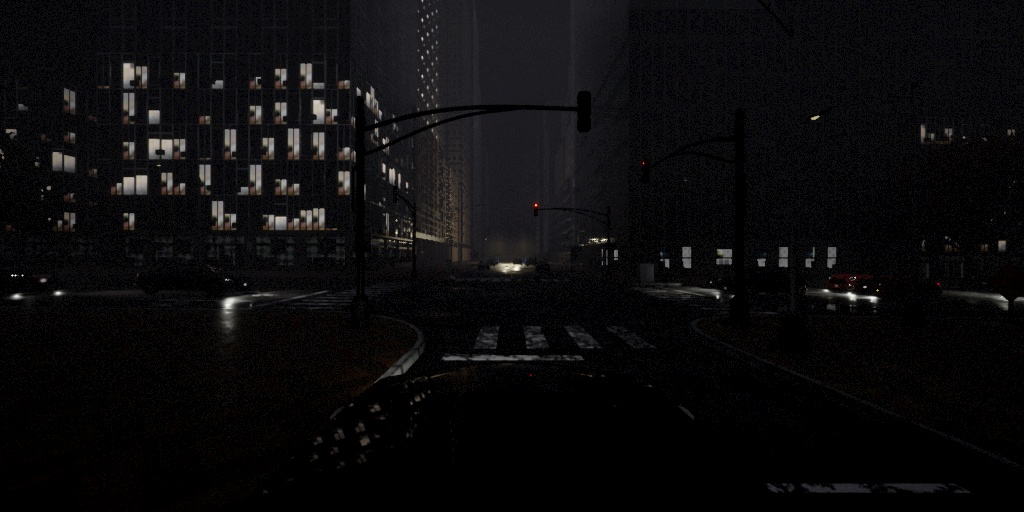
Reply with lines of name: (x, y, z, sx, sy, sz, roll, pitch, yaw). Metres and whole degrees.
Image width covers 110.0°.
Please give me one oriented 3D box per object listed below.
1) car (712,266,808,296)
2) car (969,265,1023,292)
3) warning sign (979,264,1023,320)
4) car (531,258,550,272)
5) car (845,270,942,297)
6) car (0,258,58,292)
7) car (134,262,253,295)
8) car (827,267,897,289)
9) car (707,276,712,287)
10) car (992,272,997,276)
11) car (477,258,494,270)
car: (15.141, 1.400, 21.774, 4.553, 1.767, 2.097, 1, 0, -3)
car: (36.865, 1.660, 26.024, 5.566, 2.045, 2.150, 1, 0, -2)
warning sign: (17.275, 1.204, 12.413, 1.060, 1.860, 1.300, 0, 0, -3)
car: (3.927, 1.329, 46.215, 1.948, 1.339, 4.313, 0, 0, 0)
car: (23.726, 1.766, 22.175, 4.181, 1.385, 1.994, 1, 0, -3)
car: (-24.165, 0.823, 16.499, 4.902, 1.511, 2.128, 1, 0, -3)
car: (-14.950, 1.026, 16.927, 4.674, 1.442, 1.812, 1, 0, -1)
car: (25.229, 1.579, 25.494, 4.553, 1.767, 2.097, 1, 0, -3)
car: (16.187, 1.591, 25.076, 4.674, 1.442, 1.812, 1, 0, -3)
car: (34.460, 1.942, 22.666, 5.357, 1.411, 2.033, 1, 0, -3)
car: (-4.026, 1.343, 51.708, 1.802, 1.307, 4.207, 0, 0, 0)
